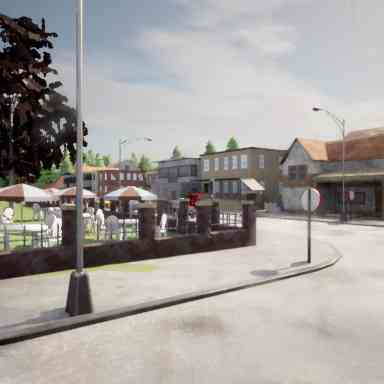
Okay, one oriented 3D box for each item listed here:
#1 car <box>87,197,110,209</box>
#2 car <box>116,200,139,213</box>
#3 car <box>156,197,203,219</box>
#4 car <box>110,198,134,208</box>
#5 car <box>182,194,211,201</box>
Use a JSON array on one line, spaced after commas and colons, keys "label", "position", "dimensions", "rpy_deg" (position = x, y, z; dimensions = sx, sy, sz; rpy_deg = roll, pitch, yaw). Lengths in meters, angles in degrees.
[{"label": "car", "position": [-12.794, 1.478, 45.615], "dimensions": [1.882, 1.535, 5.008], "rpy_deg": [0, 0, -35]}, {"label": "car", "position": [-6.809, 1.526, 37.156], "dimensions": [1.812, 1.442, 4.674], "rpy_deg": [0, 0, -35]}, {"label": "car", "position": [-1.446, 1.505, 29.620], "dimensions": [1.837, 1.490, 4.892], "rpy_deg": [0, 0, -35]}, {"label": "car", "position": [-10.436, 1.564, 49.462], "dimensions": [1.994, 1.385, 4.181], "rpy_deg": [0, 0, -35]}, {"label": "car", "position": [-0.043, 1.221, 34.846], "dimensions": [2.150, 2.045, 5.566], "rpy_deg": [0, 0, -35]}]
